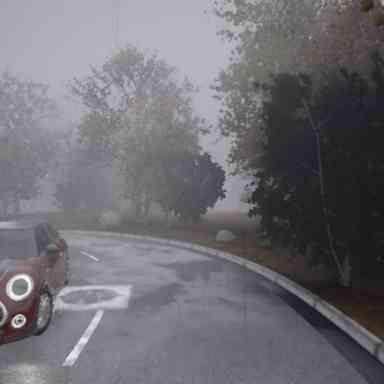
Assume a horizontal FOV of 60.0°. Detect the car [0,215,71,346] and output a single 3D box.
[{"bbox_3d":[-3.713,1.407,6.520,2.097,1.767,4.553,0,-1,-13],"label":"car"}]
